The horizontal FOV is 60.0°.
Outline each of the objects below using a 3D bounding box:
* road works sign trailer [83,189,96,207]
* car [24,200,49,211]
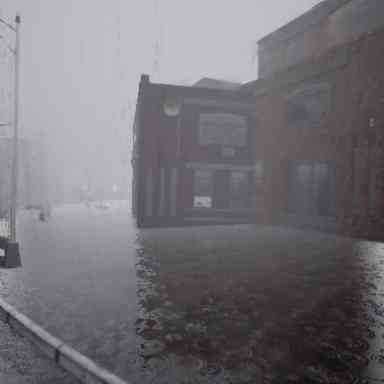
[{"bbox_3d":[-20.710,1.201,67.873,2.380,3.560,2.880,1,-1,-5],"label":"road works sign trailer"},{"bbox_3d":[-22.459,1.941,48.373,2.033,1.411,5.357,1,-1,-5],"label":"car"}]
